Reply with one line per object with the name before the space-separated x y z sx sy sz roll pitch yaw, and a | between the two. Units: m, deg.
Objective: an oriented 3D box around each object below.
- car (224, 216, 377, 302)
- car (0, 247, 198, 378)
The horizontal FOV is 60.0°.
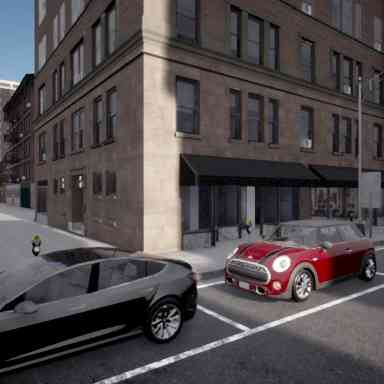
car | 2.713 1.440 8.175 4.097 1.590 1.967 0 0 -36
car | -1.891 1.566 4.844 4.313 1.339 1.947 0 0 -36
